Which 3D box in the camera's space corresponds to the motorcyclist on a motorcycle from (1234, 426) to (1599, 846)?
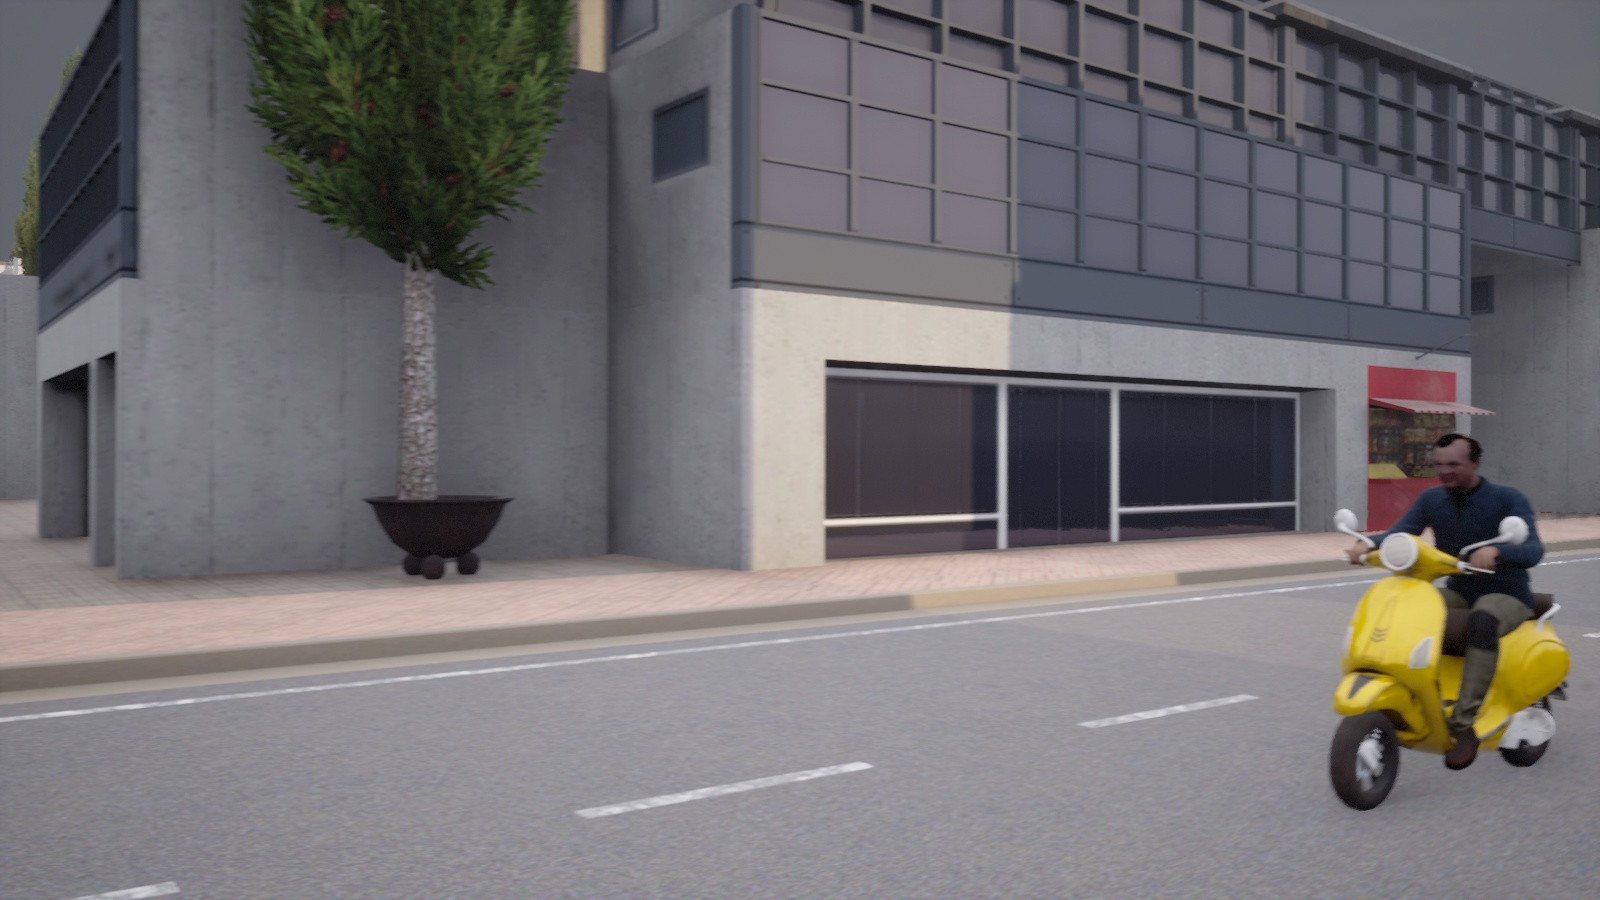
[{"bbox_3d":[2.890,0.706,5.621,1.817,1.590,0.866,0,0,-34],"label":"motorcyclist on a motorcycle"}]
